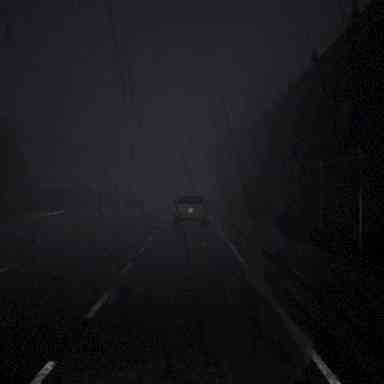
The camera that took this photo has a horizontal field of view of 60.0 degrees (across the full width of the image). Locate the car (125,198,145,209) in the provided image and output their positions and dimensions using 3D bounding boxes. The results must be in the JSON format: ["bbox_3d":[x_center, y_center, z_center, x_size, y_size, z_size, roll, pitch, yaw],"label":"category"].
[{"bbox_3d":[-7.337,1.468,42.788,1.895,1.301,4.718,0,0,0],"label":"car"}]

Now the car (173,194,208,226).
[{"bbox_3d":[-0.102,1.150,22.774,2.150,2.045,5.566,0,0,0],"label":"car"}]

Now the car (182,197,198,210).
[{"bbox_3d":[-0.223,1.398,40.744,1.812,1.442,4.674,0,0,0],"label":"car"}]

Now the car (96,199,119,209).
[{"bbox_3d":[-10.837,1.519,42.772,1.895,1.301,4.718,0,0,0],"label":"car"}]
